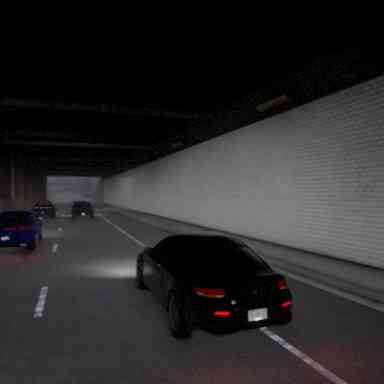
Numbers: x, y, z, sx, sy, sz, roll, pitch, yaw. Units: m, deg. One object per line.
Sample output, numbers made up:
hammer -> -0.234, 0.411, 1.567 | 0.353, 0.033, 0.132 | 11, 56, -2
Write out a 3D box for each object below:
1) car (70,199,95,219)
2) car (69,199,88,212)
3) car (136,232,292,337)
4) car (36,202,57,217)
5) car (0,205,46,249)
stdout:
car -> -10.078, 1.652, 30.634 | 1.837, 1.490, 4.892 | 0, 0, -19
car -> -14.664, 1.702, 42.870 | 2.128, 1.511, 4.902 | 0, 0, -19
car -> 0.105, 1.538, 6.747 | 1.812, 1.442, 4.674 | 0, 0, -20
car -> -14.427, 1.678, 32.592 | 2.128, 1.511, 4.902 | 0, 0, -20
car -> -7.739, 1.571, 14.602 | 1.882, 1.535, 5.008 | 0, 0, -20
